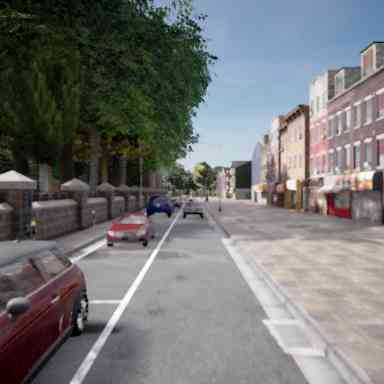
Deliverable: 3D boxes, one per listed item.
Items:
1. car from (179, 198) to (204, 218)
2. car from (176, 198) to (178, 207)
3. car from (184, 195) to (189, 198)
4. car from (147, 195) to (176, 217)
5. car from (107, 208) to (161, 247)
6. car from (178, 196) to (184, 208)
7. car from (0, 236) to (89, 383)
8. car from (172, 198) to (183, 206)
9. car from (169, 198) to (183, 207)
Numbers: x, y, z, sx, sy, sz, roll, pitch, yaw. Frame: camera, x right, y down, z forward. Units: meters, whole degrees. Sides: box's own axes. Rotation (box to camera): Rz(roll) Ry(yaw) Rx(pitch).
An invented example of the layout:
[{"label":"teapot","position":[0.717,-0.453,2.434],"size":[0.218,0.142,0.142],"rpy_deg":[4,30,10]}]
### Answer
[{"label":"car","position":[0.103,1.597,31.007],"size":[2.033,1.411,5.357],"rpy_deg":[0,0,0]},{"label":"car","position":[-3.005,1.576,38.658],"size":[1.837,1.490,4.892],"rpy_deg":[0,0,0]},{"label":"car","position":[0.118,1.572,45.195],"size":[1.882,1.535,5.008],"rpy_deg":[0,0,0]},{"label":"car","position":[-2.969,1.280,31.688],"size":[2.150,2.045,5.566],"rpy_deg":[0,0,0]},{"label":"car","position":[-2.636,1.597,15.119],"size":[1.802,1.307,4.206],"rpy_deg":[0,0,0]},{"label":"car","position":[-2.625,1.654,49.250],"size":[1.887,1.381,4.507],"rpy_deg":[0,0,0]},{"label":"car","position":[-2.639,1.442,3.740],"size":[1.967,1.590,4.097],"rpy_deg":[0,0,0]},{"label":"car","position":[-2.621,1.723,60.628],"size":[1.947,1.339,4.313],"rpy_deg":[-1,0,0]},{"label":"car","position":[-2.623,1.683,54.939],"size":[2.008,1.369,4.403],"rpy_deg":[-1,0,0]}]
